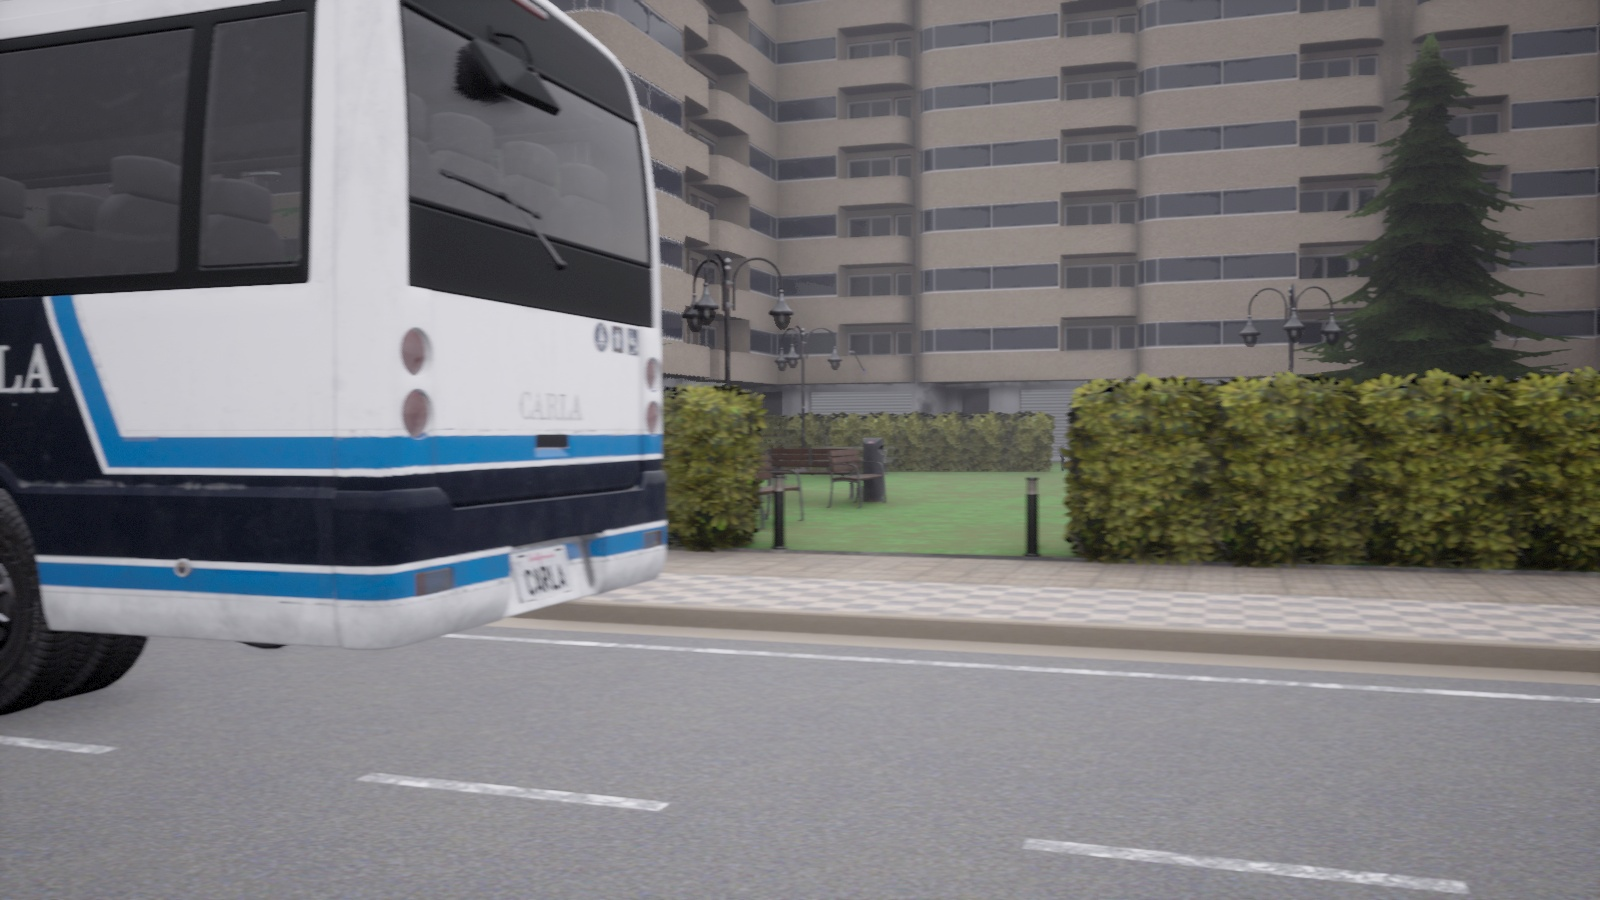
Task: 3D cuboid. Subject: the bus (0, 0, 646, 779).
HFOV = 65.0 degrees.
[{"bbox_3d":[-6.645,-0.721,9.100,10.273,4.253,3.944,0,1,19],"label":"bus"}]
